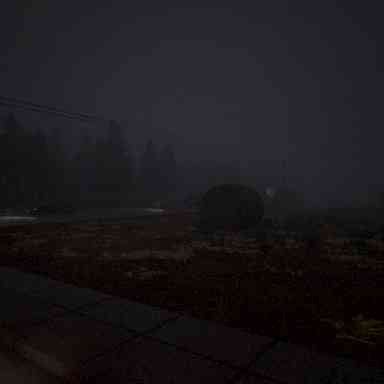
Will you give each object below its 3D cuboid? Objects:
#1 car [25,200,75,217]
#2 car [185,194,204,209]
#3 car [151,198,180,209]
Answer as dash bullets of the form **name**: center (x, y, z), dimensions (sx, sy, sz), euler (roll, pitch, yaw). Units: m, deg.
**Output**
- **car**: center (-13.604, 1.553, 32.151), dimensions (1.812, 1.442, 4.674), euler (0, 1, 36)
- **car**: center (1.364, 1.248, 46.191), dimensions (2.150, 2.045, 5.566), euler (0, 0, 38)
- **car**: center (-3.557, 1.552, 45.703), dimensions (1.812, 1.442, 4.674), euler (0, 0, 37)
